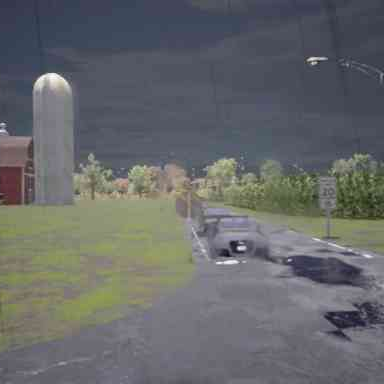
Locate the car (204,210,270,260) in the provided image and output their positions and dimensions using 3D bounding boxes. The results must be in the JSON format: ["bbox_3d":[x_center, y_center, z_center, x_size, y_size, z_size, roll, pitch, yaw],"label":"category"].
[{"bbox_3d":[1.629,1.625,12.705,1.994,1.385,4.181,-1,0,1],"label":"car"}]

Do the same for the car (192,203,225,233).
[{"bbox_3d":[1.388,1.644,20.776,2.033,1.411,5.357,-1,0,-4],"label":"car"}]

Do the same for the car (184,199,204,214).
[{"bbox_3d":[0.170,1.666,39.200,1.882,1.535,5.008,-1,0,-4],"label":"car"}]
